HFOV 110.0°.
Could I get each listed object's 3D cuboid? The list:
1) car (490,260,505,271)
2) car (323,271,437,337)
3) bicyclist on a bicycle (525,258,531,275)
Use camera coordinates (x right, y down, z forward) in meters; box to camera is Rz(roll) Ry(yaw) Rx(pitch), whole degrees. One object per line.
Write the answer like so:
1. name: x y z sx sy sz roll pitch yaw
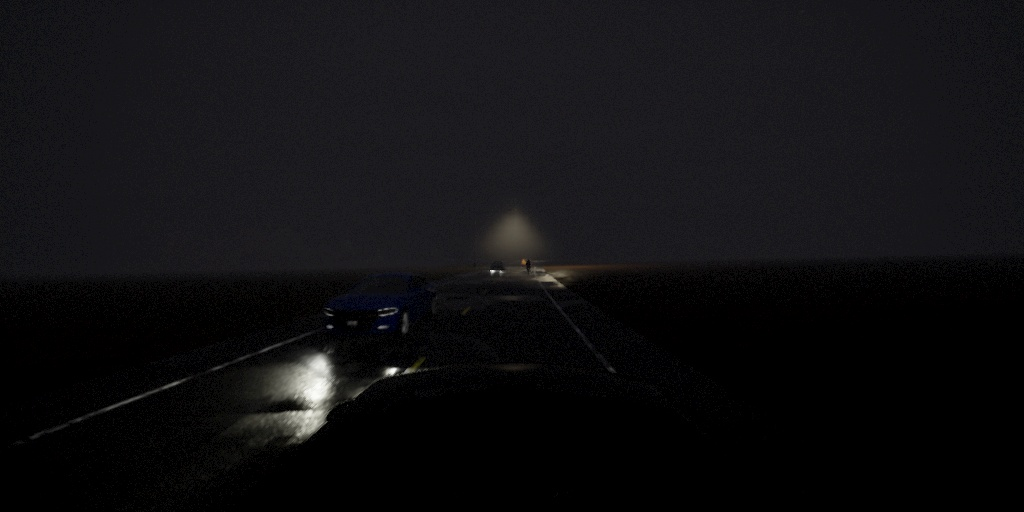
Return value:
1. car: -2.040 1.362 52.571 2.033 1.411 5.357 0 0 4
2. car: -3.544 1.232 10.519 1.882 1.535 5.008 0 0 1
3. bicyclist on a bicycle: 1.726 1.175 38.071 0.659 1.776 1.843 0 0 3
